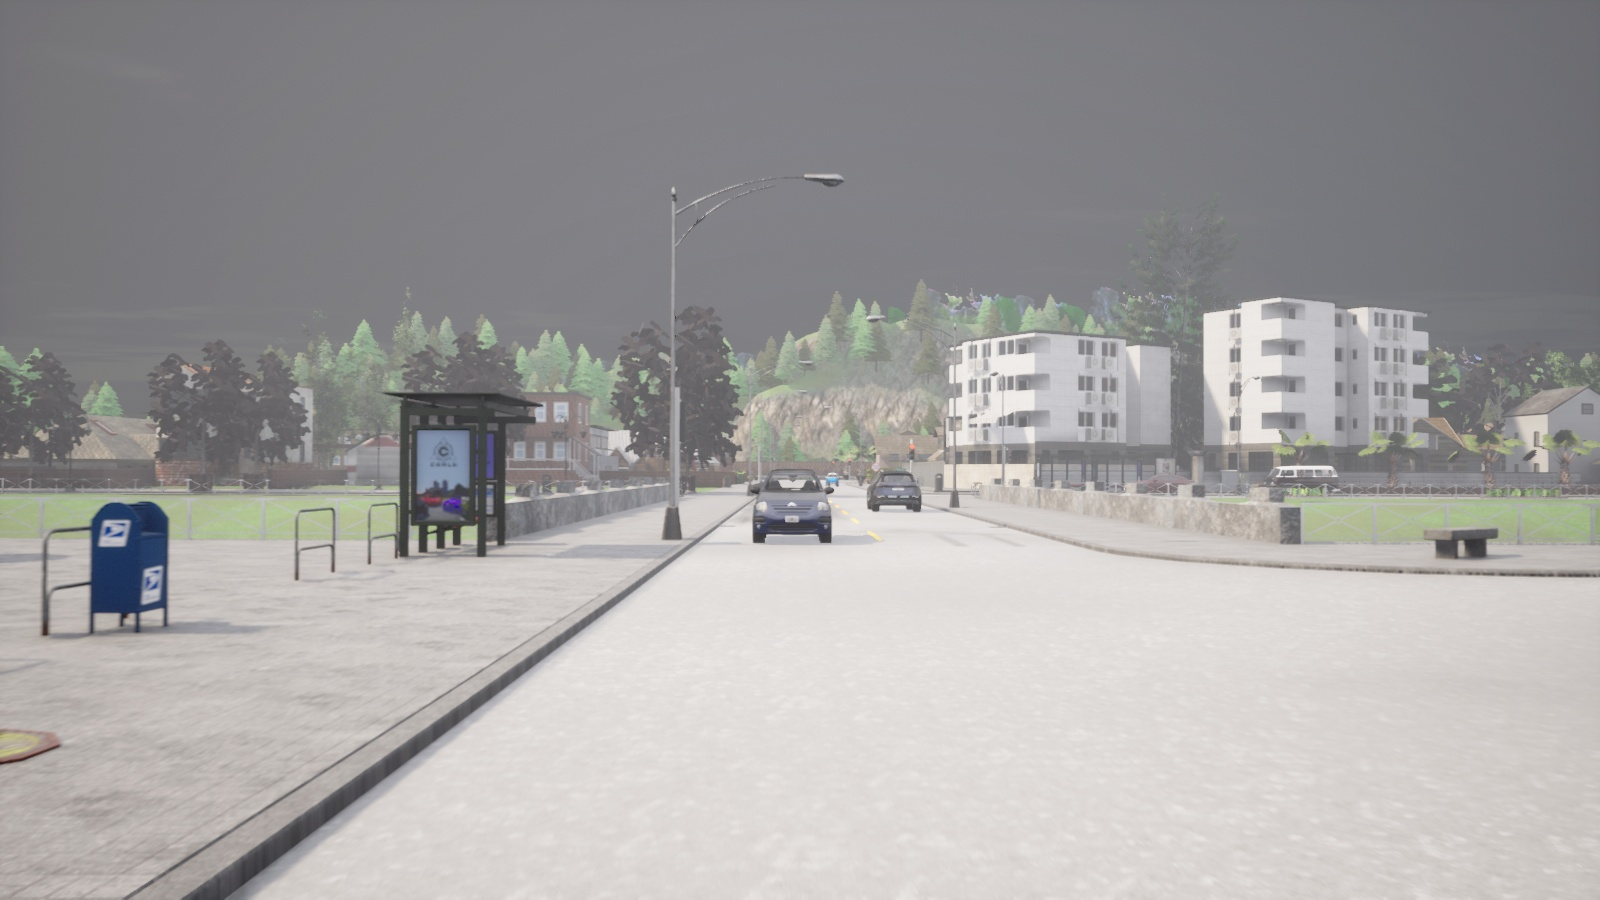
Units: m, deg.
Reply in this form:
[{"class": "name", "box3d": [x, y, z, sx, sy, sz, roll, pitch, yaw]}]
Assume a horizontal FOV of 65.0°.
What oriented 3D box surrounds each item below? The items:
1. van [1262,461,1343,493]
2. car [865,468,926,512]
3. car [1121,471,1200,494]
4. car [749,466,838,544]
[{"class": "van", "box3d": [33.093, 1.793, 82.839, 4.480, 2.038, 2.069, 0, -1, 0]}, {"class": "car", "box3d": [3.735, 1.566, 49.961, 2.033, 1.649, 4.856, 0, -1, 0]}, {"class": "car", "box3d": [23.737, 2.132, 82.789, 4.674, 1.442, 1.812, 0, -1, 0]}, {"class": "car", "box3d": [-0.151, 1.186, 28.203, 1.851, 1.617, 3.988, 0, -1, 0]}]
